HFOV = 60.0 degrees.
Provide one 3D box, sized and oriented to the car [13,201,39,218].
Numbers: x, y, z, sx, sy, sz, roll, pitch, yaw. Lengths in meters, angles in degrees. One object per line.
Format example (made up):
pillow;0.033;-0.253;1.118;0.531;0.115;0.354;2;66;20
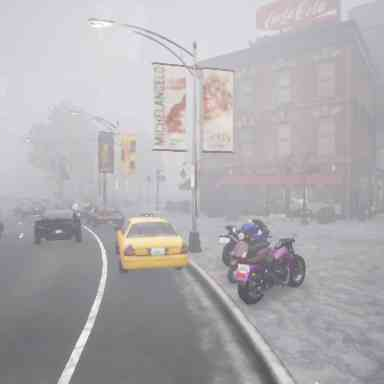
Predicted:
car;-14.799;1.550;30.249;2.033;1.411;5.357;0;0;-39

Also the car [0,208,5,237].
car;-9.653;1.555;14.694;2.033;1.411;5.357;0;0;-22

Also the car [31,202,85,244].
car;-6.400;1.480;15.986;1.882;1.535;5.008;0;0;-22

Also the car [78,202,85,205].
car;-9.033;1.512;27.542;2.002;1.452;4.674;0;0;-35

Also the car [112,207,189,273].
car;-1.493;1.455;10.762;1.801;1.575;5.366;0;0;-15

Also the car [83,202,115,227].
car;-6.003;1.590;22.679;1.895;1.301;4.718;0;0;-25
